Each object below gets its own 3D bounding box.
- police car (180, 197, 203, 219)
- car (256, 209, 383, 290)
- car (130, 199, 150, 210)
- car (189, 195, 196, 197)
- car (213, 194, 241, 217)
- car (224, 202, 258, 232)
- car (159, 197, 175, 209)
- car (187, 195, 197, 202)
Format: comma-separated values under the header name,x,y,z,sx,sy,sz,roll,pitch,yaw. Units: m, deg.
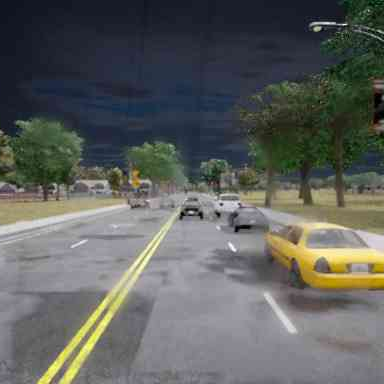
name,x,y,z,sx,sy,sz,roll,pitch,yaw
police car,-0.035,1.473,29.291,2.038,1.542,4.974,0,0,0
car,3.253,1.446,9.010,1.801,1.575,5.366,0,0,0
car,-6.566,1.523,42.165,1.994,1.385,4.181,0,0,0
car,0.105,1.439,53.772,2.128,1.511,4.902,0,0,0
car,3.259,1.190,30.854,2.150,2.045,5.566,0,0,0
car,3.256,1.543,19.822,1.994,1.385,4.181,0,0,0
car,-3.301,1.449,44.701,2.128,1.511,4.902,0,0,0
car,0.021,1.458,74.349,2.033,1.411,5.357,0,0,0
